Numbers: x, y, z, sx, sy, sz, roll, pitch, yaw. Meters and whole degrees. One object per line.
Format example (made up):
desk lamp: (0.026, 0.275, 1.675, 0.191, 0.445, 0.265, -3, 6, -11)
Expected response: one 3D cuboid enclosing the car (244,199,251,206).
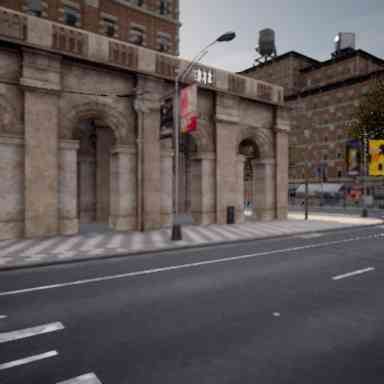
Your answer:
car: (7.740, 1.560, 55.533, 1.837, 1.490, 4.892, 0, 0, -36)
